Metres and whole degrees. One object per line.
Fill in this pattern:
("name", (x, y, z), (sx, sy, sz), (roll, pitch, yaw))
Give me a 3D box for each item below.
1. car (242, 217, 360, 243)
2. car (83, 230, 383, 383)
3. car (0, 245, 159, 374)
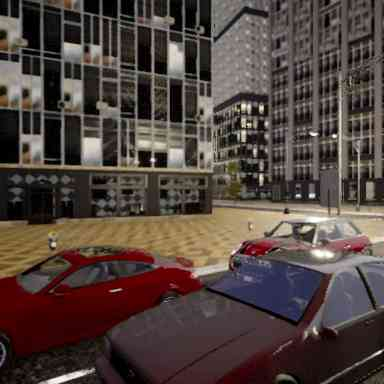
("car", (2.880, 1.417, 8.614), (4.097, 1.590, 1.967), (0, 0, -36))
("car", (1.576, 1.536, 4.447), (5.357, 1.411, 2.033), (0, 0, -35))
("car", (-1.754, 1.577, 5.308), (4.206, 1.307, 1.802), (0, 0, -36))
